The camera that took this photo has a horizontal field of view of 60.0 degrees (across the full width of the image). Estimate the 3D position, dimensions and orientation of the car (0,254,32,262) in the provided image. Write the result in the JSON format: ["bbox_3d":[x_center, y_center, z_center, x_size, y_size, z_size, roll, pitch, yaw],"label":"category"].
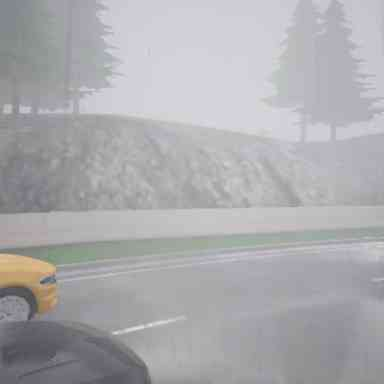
[{"bbox_3d":[-4.580,1.412,4.757,5.008,1.535,1.882,0,0,-37],"label":"car"}]

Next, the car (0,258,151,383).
[{"bbox_3d":[-2.491,1.476,1.703,4.892,1.490,1.837,0,0,-37],"label":"car"}]
